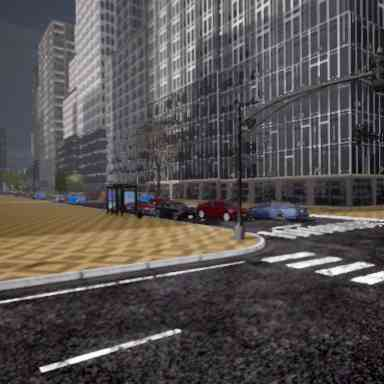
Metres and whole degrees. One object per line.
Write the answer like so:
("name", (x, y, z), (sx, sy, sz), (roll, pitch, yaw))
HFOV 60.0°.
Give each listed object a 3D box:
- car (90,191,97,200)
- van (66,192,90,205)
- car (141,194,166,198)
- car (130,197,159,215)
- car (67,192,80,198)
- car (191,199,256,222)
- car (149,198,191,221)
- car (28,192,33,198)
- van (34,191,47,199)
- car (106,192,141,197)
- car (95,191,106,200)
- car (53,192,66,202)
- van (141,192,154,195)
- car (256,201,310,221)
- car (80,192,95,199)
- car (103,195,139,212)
("car", (-19.956, 0.675, 68.876), (2.192, 1.841, 5.009), (0, 1, -34))
("van", (-17.255, 0.977, 50.071), (1.690, 1.788, 3.998), (0, 1, -34))
("car", (-3.069, 1.275, 33.891), (1.882, 1.535, 5.008), (-1, 1, -34))
("car", (-4.522, 1.428, 31.242), (1.802, 1.307, 4.206), (0, 1, -34))
("car", (-29.576, 0.748, 82.955), (2.008, 1.369, 4.403), (0, 1, -34))
("car", (2.353, 1.362, 25.955), (1.882, 1.535, 5.008), (-1, 1, -34))
("car", (-1.329, 1.464, 26.538), (1.947, 1.339, 4.313), (0, 1, -34))
("car", (-36.495, 0.752, 78.227), (1.967, 1.590, 4.097), (0, 1, -34))
("van", (-33.288, 0.707, 73.534), (1.690, 1.788, 3.998), (0, 1, -34))
("car", (-8.745, 1.058, 42.181), (2.097, 1.767, 4.553), (-1, 1, -35))
("car", (-16.749, 0.996, 64.186), (1.802, 1.307, 4.206), (0, 1, -34))
("car", (-23.669, 1.080, 59.459), (2.008, 1.369, 4.403), (0, 1, -34))
("van", (-7.129, 0.916, 50.105), (1.690, 1.788, 3.998), (0, 1, -34))
("car", (6.416, 1.409, 25.843), (2.033, 1.411, 5.357), (-1, 1, -35))
("car", (-23.163, 0.746, 73.569), (1.967, 1.590, 4.097), (0, 1, -34))
("car", (-7.680, 1.360, 35.967), (1.947, 1.339, 4.313), (0, 1, -34))
